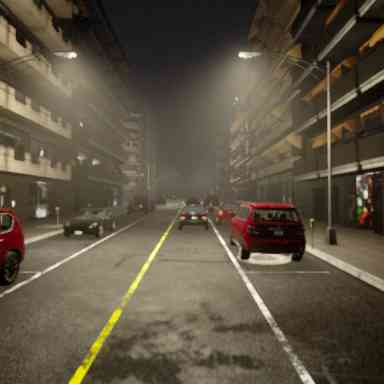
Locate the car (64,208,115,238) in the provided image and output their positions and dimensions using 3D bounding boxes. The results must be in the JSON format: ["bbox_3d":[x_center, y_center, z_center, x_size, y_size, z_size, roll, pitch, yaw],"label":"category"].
[{"bbox_3d":[-5.303,1.543,17.762,1.947,1.339,4.313,1,0,0],"label":"car"}]

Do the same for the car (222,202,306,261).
[{"bbox_3d":[2.551,1.298,12.173,2.192,1.841,5.009,1,0,0],"label":"car"}]

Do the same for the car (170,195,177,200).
[{"bbox_3d":[-5.327,1.625,94.557,1.947,1.339,4.313,1,0,0],"label":"car"}]

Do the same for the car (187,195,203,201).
[{"bbox_3d":[0.088,1.482,40.889,1.837,1.490,4.892,0,0,0],"label":"car"}]

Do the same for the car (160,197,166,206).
[{"bbox_3d":[-5.316,1.579,56.477,1.802,1.307,4.206,1,0,0],"label":"car"}]

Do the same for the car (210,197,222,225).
[{"bbox_3d":[2.544,1.415,23.236,1.967,1.590,4.097,1,0,0],"label":"car"}]

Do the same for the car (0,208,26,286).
[{"bbox_3d":[-5.293,1.305,6.699,2.192,1.841,5.009,1,0,0],"label":"car"}]

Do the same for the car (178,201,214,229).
[{"bbox_3d":[0.094,1.523,21.386,2.033,1.411,5.357,0,0,0],"label":"car"}]

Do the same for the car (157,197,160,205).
[{"bbox_3d":[-5.310,1.522,39.883,1.887,1.381,4.507,1,0,0],"label":"car"}]

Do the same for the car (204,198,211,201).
[{"bbox_3d":[2.538,1.556,34.299,1.802,1.307,4.206,1,0,0],"label":"car"}]

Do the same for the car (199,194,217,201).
[{"bbox_3d":[2.540,1.297,45.362,2.192,1.841,5.009,1,0,0],"label":"car"}]

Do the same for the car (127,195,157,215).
[{"bbox_3d":[-5.303,1.289,34.352,2.192,1.841,5.009,1,0,0],"label":"car"}]

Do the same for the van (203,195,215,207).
[{"bbox_3d":[2.537,1.330,50.894,1.690,1.788,3.998,1,0,0],"label":"van"}]
